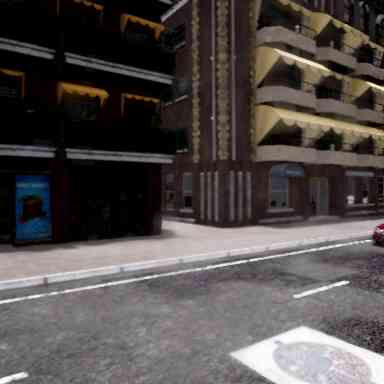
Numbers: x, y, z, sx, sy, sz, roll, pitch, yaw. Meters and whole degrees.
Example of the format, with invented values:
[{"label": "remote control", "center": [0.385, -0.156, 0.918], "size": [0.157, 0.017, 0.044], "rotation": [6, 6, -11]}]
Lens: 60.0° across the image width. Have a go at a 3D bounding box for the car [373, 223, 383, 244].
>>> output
[{"label": "car", "center": [9.788, 1.542, 14.524], "size": [4.674, 1.442, 1.812], "rotation": [0, 0, -35]}]
